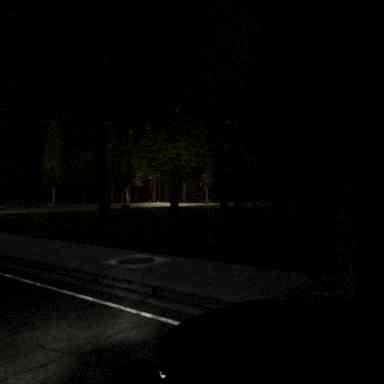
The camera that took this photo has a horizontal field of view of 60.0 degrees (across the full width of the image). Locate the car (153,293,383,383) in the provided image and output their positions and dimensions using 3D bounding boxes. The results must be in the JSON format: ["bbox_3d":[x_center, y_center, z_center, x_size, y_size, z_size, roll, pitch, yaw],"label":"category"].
[{"bbox_3d":[1.920,1.476,2.315,5.008,1.535,1.882,-1,0,36],"label":"car"}]
